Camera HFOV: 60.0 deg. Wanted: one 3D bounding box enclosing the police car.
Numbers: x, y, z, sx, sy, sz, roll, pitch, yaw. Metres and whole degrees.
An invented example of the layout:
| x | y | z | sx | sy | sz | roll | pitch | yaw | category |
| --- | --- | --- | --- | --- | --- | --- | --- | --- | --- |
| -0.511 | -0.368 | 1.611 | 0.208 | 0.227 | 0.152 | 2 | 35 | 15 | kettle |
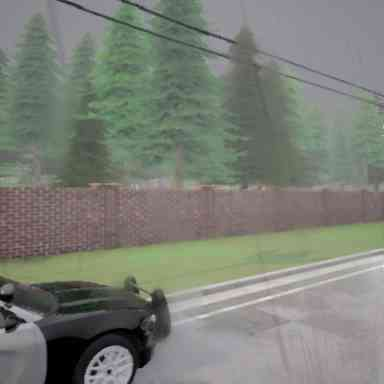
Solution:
| x | y | z | sx | sy | sz | roll | pitch | yaw | category |
| --- | --- | --- | --- | --- | --- | --- | --- | --- | --- |
| -2.634 | 1.468 | 3.415 | 5.238 | 1.638 | 1.930 | 0 | -1 | -37 | police car |
